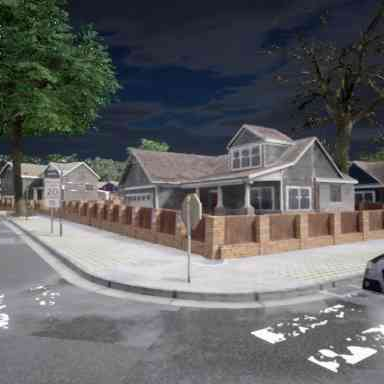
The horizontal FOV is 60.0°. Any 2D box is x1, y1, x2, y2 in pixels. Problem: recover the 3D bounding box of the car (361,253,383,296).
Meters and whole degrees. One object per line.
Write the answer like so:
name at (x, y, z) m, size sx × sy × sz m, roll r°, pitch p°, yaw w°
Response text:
car at (5.764, 1.621, 7.590) m, size 4.181 × 1.385 × 1.994 m, roll 0°, pitch -2°, yaw -33°
